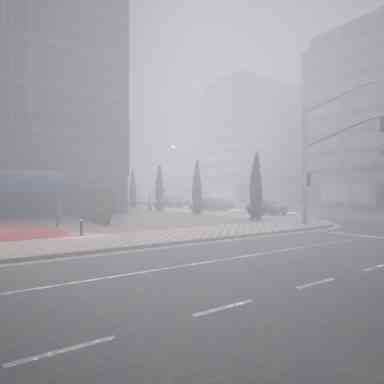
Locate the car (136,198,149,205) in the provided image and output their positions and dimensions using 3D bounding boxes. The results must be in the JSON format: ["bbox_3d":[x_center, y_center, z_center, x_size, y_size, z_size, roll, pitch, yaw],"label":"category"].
[{"bbox_3d":[-9.153,1.601,57.398,1.895,1.301,4.718,0,0,-34],"label":"car"}]

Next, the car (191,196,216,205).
[{"bbox_3d":[2.083,1.477,59.909,1.882,1.535,5.008,0,0,-35],"label":"car"}]

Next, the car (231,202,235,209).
[{"bbox_3d":[3.798,1.564,44.873,1.994,1.385,4.181,0,0,-35],"label":"car"}]

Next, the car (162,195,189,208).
[{"bbox_3d":[-2.991,1.352,48.497,2.097,1.767,4.553,0,0,-35],"label":"car"}]

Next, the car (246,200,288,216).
[{"bbox_3d":[7.457,1.526,33.507,1.812,1.442,4.674,0,0,-37],"label":"car"}]

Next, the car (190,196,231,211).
[{"bbox_3d":[2.210,1.505,41.029,1.837,1.490,4.892,0,0,-35],"label":"car"}]

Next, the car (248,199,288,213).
[{"bbox_3d":[8.604,1.564,37.981,1.994,1.385,4.181,0,0,-35],"label":"car"}]
